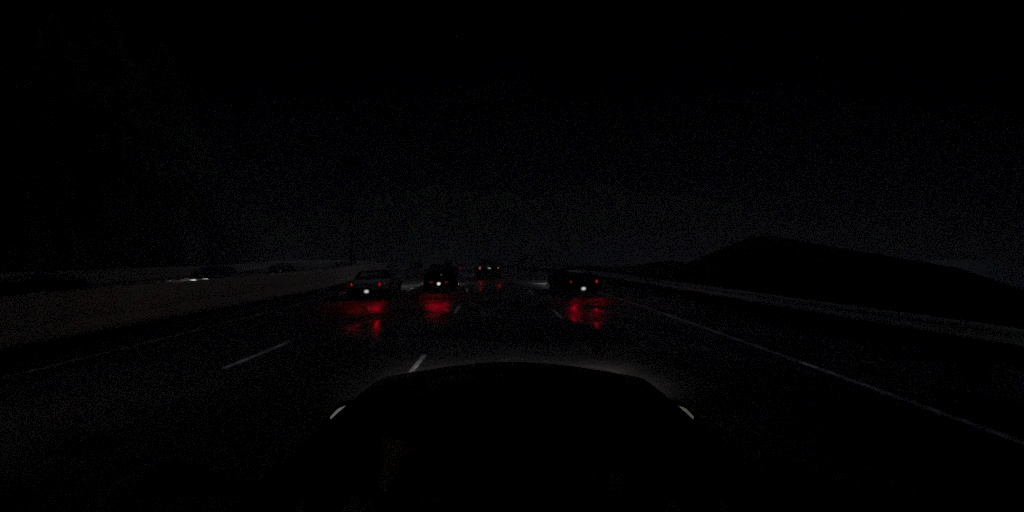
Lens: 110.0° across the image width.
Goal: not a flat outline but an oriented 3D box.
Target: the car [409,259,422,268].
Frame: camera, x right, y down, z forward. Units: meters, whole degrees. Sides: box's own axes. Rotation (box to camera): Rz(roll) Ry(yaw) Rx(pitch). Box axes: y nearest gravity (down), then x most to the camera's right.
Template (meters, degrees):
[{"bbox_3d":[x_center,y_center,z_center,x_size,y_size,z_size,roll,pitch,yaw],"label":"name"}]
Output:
[{"bbox_3d":[-16.642,1.312,62.055,1.882,1.535,5.008,0,0,-20],"label":"car"}]

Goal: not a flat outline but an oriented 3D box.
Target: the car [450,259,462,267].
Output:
[{"bbox_3d":[-8.492,1.311,48.087,2.033,1.411,5.357,-1,0,-17],"label":"car"}]

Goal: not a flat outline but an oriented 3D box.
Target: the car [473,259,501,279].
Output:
[{"bbox_3d":[-2.320,1.071,33.016,2.097,1.767,4.553,-1,0,-10],"label":"car"}]

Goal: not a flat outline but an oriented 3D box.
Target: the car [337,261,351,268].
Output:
[{"bbox_3d":[-25.661,1.501,55.218,1.812,1.442,4.674,-1,0,-18],"label":"car"}]

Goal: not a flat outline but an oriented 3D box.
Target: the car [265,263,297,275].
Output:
[{"bbox_3d":[-25.106,1.504,39.126,1.812,1.442,4.674,-1,0,-12],"label":"car"}]

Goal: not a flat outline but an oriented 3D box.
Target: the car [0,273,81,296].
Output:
[{"bbox_3d":[-17.850,1.492,11.298,2.033,1.411,5.357,-1,0,-3],"label":"car"}]

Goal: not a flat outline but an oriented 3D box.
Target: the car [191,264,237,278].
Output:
[{"bbox_3d":[-32.212,1.610,39.013,2.033,1.411,5.357,-1,0,-12],"label":"car"}]

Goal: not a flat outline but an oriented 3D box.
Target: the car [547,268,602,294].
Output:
[{"bbox_3d":[3.235,1.279,19.639,1.895,1.301,4.718,-1,0,-6],"label":"car"}]

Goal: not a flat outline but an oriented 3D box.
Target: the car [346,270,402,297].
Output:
[{"bbox_3d":[-7.276,1.404,19.478,1.895,1.301,4.718,-1,0,-6],"label":"car"}]

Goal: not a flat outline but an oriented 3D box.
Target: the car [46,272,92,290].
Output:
[{"bbox_3d":[-25.485,1.584,19.192,1.994,1.385,4.181,-1,0,-6],"label":"car"}]

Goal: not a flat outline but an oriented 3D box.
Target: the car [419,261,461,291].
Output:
[{"bbox_3d":[-4.358,1.268,22.268,1.837,1.490,4.892,0,0,-7],"label":"car"}]
